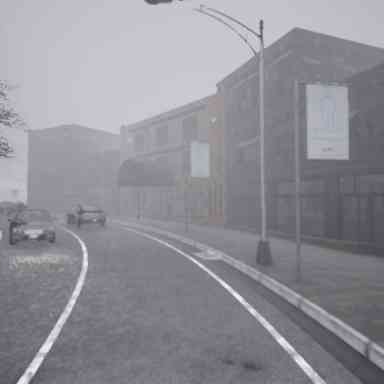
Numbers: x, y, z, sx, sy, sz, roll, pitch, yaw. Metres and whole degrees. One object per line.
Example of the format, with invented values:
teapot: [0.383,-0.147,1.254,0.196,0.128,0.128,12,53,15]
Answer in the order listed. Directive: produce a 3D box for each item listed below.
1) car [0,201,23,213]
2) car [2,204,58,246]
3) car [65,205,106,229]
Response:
car: [-19.405,1.689,35.268,4.892,1.490,1.837,0,-1,35]
car: [-7.612,1.576,15.963,2.128,1.511,4.902,1,0,-26]
car: [-7.485,1.629,23.192,2.128,1.511,4.902,1,-1,-32]
